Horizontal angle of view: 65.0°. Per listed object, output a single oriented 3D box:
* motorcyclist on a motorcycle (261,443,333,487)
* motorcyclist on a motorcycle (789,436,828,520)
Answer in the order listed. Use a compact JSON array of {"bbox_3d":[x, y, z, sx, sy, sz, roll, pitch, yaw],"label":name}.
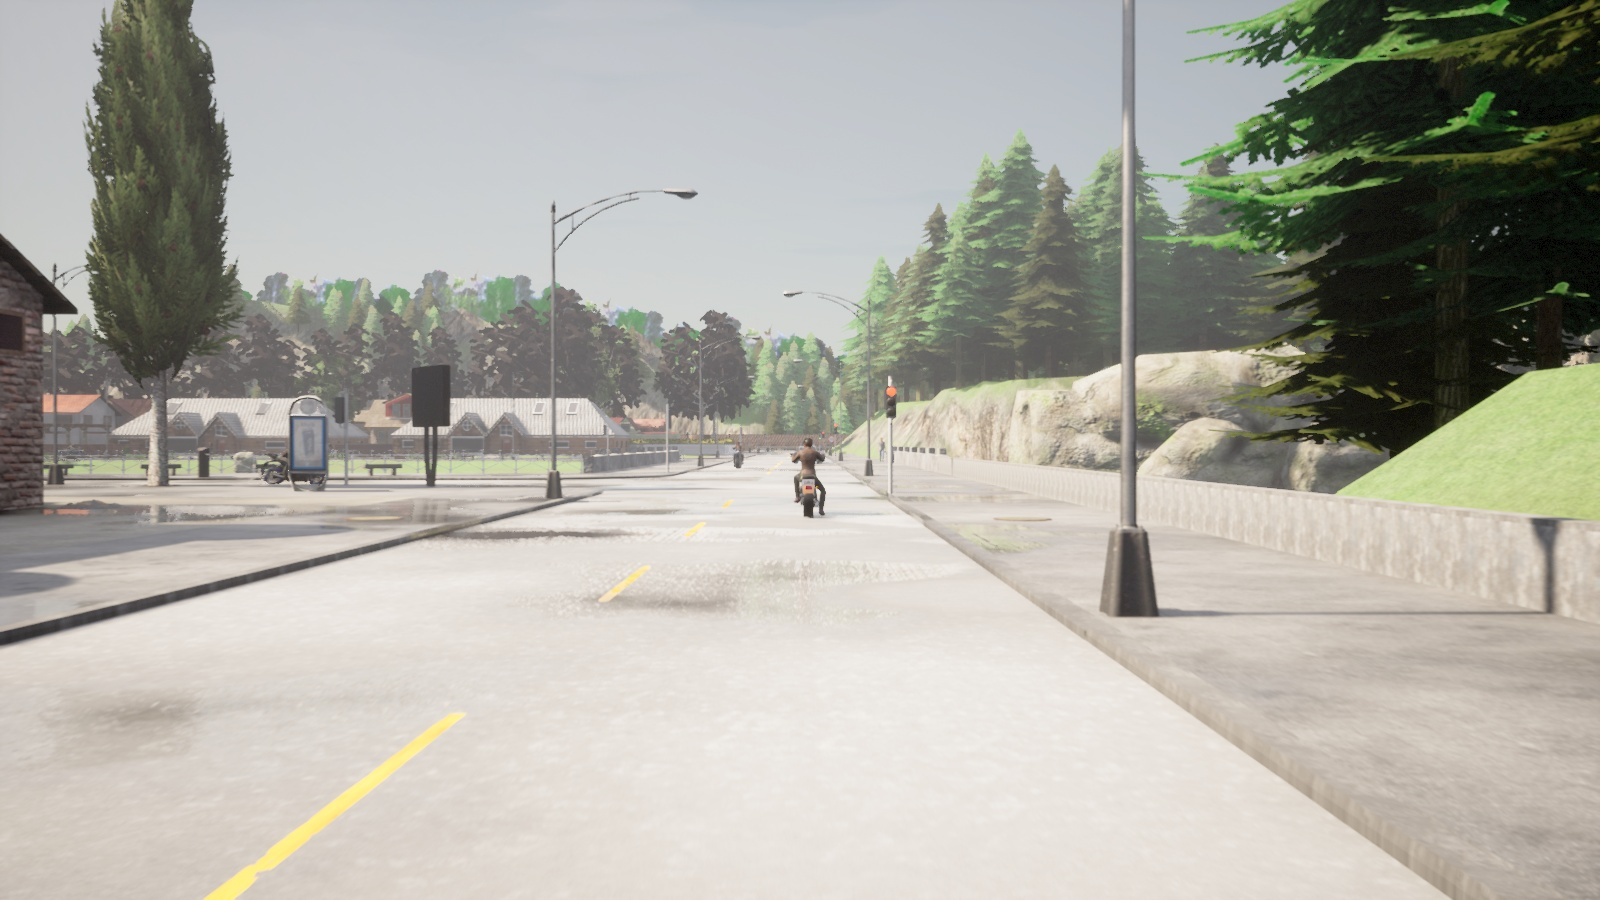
[{"bbox_3d":[-17.782,0.517,44.435,2.191,1.530,0.866,0,0,0],"label":"motorcyclist on a motorcycle"},{"bbox_3d":[0.168,0.552,25.780,0.766,1.649,2.350,0,0,0],"label":"motorcyclist on a motorcycle"}]
